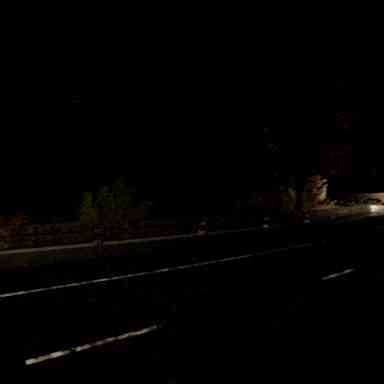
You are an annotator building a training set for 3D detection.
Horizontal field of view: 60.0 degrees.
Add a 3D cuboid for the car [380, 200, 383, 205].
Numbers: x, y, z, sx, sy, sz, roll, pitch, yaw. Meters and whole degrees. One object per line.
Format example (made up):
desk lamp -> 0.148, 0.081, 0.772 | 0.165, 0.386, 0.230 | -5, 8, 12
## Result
car -> 46.605, 2.280, 78.833 | 2.097, 1.767, 4.553 | 0, 0, 6
